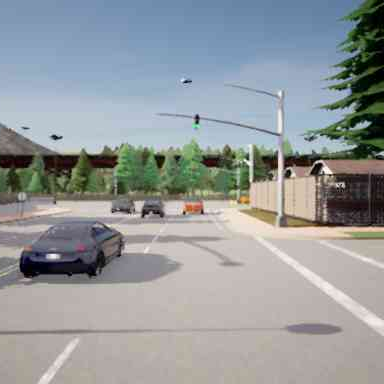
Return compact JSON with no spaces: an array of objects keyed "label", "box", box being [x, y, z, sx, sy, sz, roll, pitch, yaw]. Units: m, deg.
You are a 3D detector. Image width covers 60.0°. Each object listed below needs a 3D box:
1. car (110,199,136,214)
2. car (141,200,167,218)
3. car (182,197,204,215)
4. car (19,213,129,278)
[{"label":"car","box":[-7.007,1.453,34.139,1.837,1.490,4.892,0,0,0]},{"label":"car","box":[-3.386,1.457,29.832,1.837,1.490,4.892,0,0,0]},{"label":"car","box":[0.143,1.299,33.707,2.097,1.767,4.553,0,0,1]},{"label":"car","box":[-3.396,1.548,10.154,1.994,1.385,4.181,0,0,0]}]
